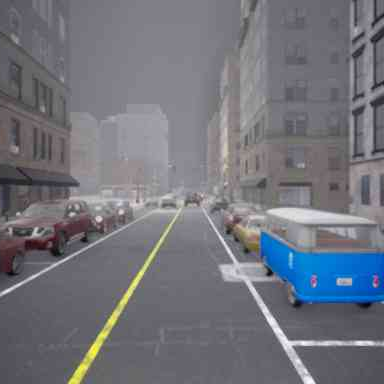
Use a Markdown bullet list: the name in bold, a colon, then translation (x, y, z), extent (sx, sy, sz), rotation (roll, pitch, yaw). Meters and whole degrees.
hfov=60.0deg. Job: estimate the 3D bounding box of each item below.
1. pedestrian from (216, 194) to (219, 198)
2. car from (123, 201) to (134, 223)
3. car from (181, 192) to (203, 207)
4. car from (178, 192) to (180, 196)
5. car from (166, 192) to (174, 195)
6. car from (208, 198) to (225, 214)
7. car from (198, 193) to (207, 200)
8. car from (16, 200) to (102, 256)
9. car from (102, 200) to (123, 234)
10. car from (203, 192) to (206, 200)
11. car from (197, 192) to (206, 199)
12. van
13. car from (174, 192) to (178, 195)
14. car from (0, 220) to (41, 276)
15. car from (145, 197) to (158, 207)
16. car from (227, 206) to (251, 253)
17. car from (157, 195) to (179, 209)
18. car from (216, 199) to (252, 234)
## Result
- **pedestrian**: translation (2.737, 1.143, 36.287), extent (0.375, 1.860, 0.375), rotation (0, 0, -8)
- **car**: translation (-5.396, 1.340, 23.825), extent (1.967, 1.590, 4.097), rotation (0, 0, 0)
- **car**: translation (0.058, 1.023, 48.266), extent (2.150, 2.045, 5.566), rotation (0, 0, 3)
- **car**: translation (-5.420, 0.929, 94.955), extent (2.192, 1.841, 5.009), rotation (0, 0, 0)
- **car**: translation (-5.412, 1.230, 72.138), extent (1.752, 1.417, 4.829), rotation (0, 0, 0)
- **car**: translation (2.738, 1.367, 33.342), extent (1.837, 1.490, 4.892), rotation (0, 0, 0)
- **car**: translation (2.609, 1.099, 83.634), extent (1.967, 1.590, 4.097), rotation (0, 0, 0)
- **car**: translation (-5.392, 1.260, 13.006), extent (2.192, 1.841, 5.009), rotation (0, 0, 0)
- **car**: translation (-5.394, 1.363, 18.416), extent (1.967, 1.590, 4.097), rotation (0, 0, 0)
- **car**: translation (0.360, 1.246, 63.243), extent (1.837, 1.490, 4.892), rotation (0, 0, -28)
- **car**: translation (2.607, 0.951, 89.296), extent (2.192, 1.841, 5.009), rotation (0, 0, 0)
- **van**: translation (2.635, 1.309, 7.599), extent (1.690, 1.788, 3.998), rotation (0, 0, 0)
- **car**: translation (-5.418, 1.187, 89.294), extent (2.008, 1.369, 4.403), rotation (0, 0, 0)
- **car**: translation (-5.390, 1.550, 7.598), extent (1.802, 1.307, 4.206), rotation (0, 0, 0)
- **car**: translation (-5.403, 1.362, 45.463), extent (2.008, 1.369, 4.403), rotation (0, 0, 0)
- **car**: translation (2.633, 1.469, 13.180), extent (1.752, 1.417, 4.829), rotation (0, 0, 0)
- **car**: translation (-2.829, 1.428, 41.674), extent (1.895, 1.301, 4.718), rotation (0, 0, 0)
- **car**: translation (2.631, 1.362, 18.419), extent (1.967, 1.590, 4.097), rotation (0, 0, 0)
